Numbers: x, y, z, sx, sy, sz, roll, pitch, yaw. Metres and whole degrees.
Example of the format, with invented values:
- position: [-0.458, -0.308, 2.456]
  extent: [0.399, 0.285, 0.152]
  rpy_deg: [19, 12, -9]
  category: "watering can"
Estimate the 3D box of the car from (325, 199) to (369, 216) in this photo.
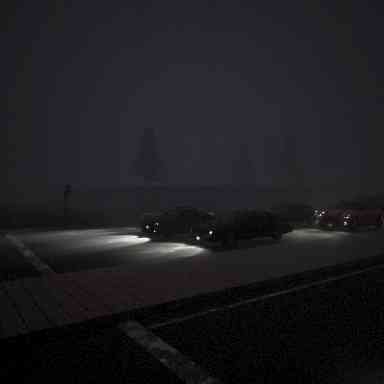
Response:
- position: [15.623, 1.505, 33.359]
  extent: [4.892, 1.490, 1.837]
  rpy_deg: [0, 0, -35]
  category: "car"

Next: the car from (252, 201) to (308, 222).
- position: [7.324, 1.505, 27.465]
  extent: [4.892, 1.490, 1.837]
  rpy_deg: [0, 0, -35]
  category: "car"

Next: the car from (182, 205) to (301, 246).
- position: [2.427, 1.547, 15.492]
  extent: [5.357, 1.411, 2.033]
  rpy_deg: [0, 0, -35]
  category: "car"

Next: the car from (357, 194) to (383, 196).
- position: [15.157, 1.221, 28.735]
  extent: [5.566, 2.045, 2.150]
  rpy_deg: [0, 0, -35]
  category: "car"

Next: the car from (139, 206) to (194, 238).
- position: [-0.585, 1.564, 17.648]
  extent: [4.181, 1.385, 1.994]
  rpy_deg: [0, 0, -35]
  category: "car"

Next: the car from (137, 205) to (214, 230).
- position: [-0.988, 1.601, 21.635]
  extent: [4.718, 1.301, 1.895]
  rpy_deg: [0, 0, -35]
  category: "car"

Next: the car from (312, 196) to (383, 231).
- position: [9.902, 1.352, 20.716]
  extent: [4.553, 1.767, 2.097]
  rpy_deg: [0, 0, -35]
  category: "car"

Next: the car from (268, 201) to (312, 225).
- position: [6.539, 1.505, 22.633]
  extent: [4.892, 1.490, 1.837]
  rpy_deg: [0, 0, -35]
  category: "car"
